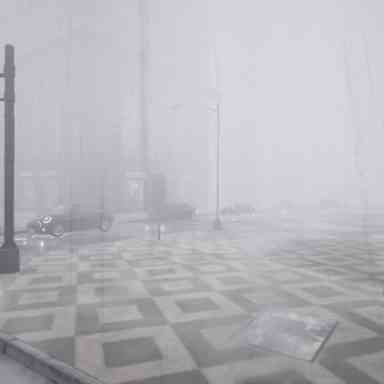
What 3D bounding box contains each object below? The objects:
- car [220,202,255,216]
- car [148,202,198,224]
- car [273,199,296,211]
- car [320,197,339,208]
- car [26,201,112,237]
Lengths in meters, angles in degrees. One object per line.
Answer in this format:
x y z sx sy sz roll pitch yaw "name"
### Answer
4.803 1.758 34.760 1.895 1.301 4.718 0 0 36 "car"
-1.408 1.612 26.119 1.837 1.490 4.892 0 0 36 "car"
12.741 1.727 45.681 1.837 1.490 4.892 0 -1 36 "car"
22.160 1.643 53.444 2.097 1.767 4.553 0 0 35 "car"
-6.785 1.419 18.679 2.097 1.767 4.553 0 0 37 "car"
